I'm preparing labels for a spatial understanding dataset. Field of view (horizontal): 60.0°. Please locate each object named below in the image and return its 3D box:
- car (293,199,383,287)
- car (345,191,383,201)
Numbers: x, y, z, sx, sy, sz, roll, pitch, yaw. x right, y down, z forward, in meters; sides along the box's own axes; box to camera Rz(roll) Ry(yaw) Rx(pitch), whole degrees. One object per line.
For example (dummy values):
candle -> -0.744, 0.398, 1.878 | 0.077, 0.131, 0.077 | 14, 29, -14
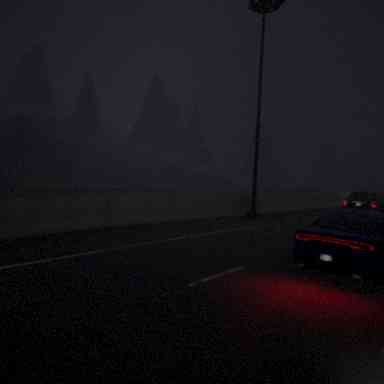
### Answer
car -> 4.470, 1.188, 8.752 | 1.882, 1.535, 5.008 | 5, 4, 42
car -> 11.038, 0.737, 20.472 | 4.553, 1.767, 2.097 | 0, 4, -44
